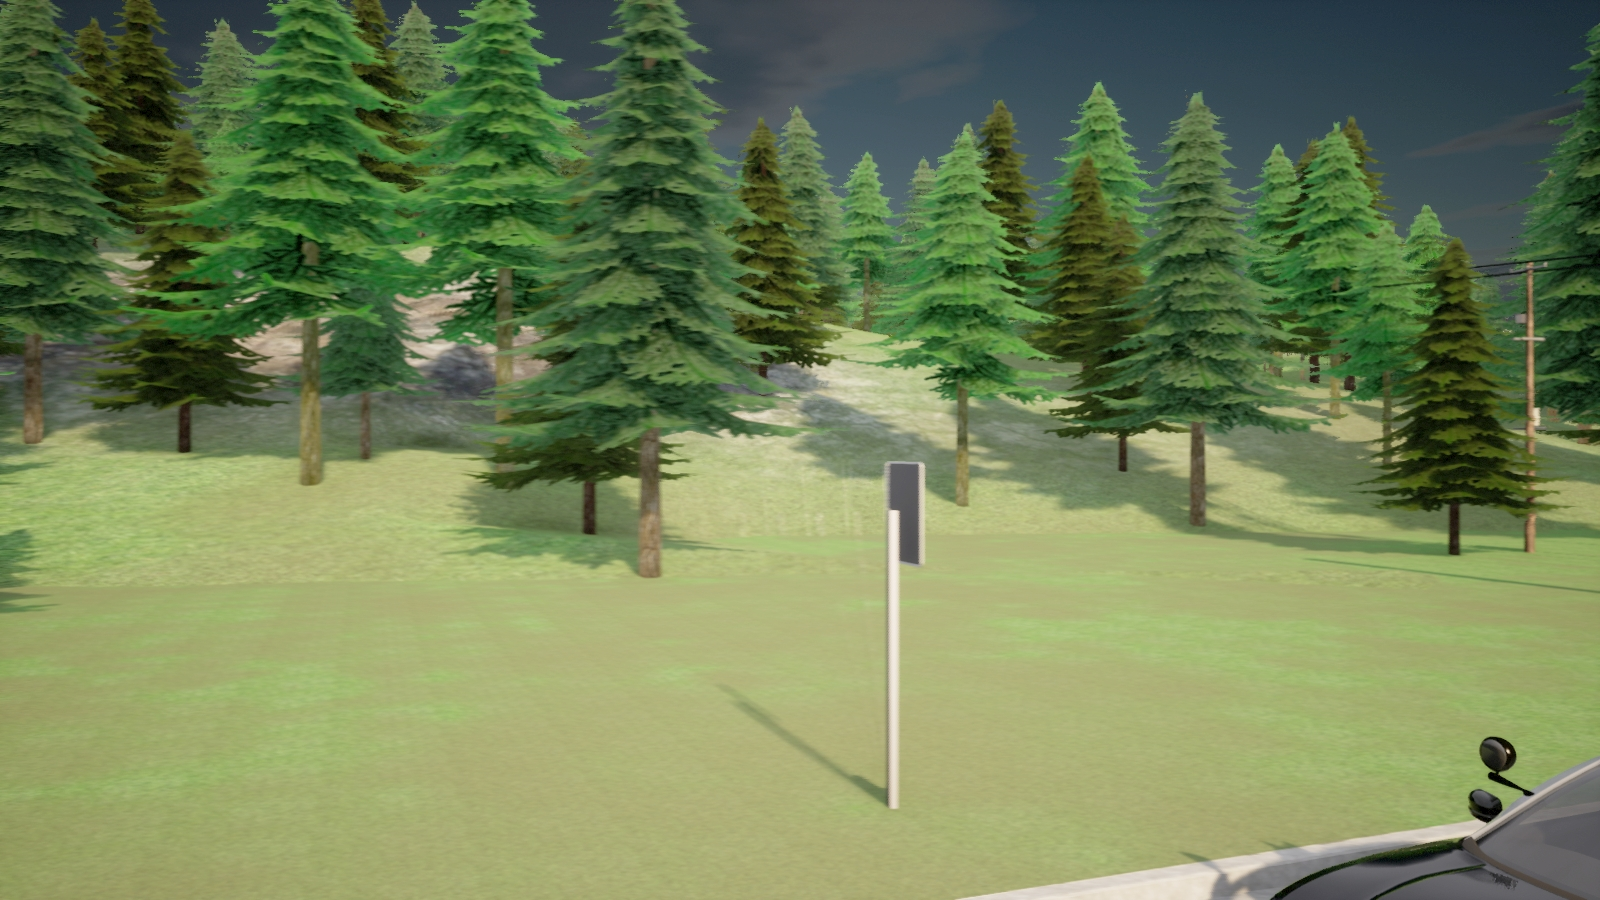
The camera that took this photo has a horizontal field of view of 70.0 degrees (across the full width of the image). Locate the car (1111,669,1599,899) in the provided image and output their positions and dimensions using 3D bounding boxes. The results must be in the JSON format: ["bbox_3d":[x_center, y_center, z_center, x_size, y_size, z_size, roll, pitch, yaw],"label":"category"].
[{"bbox_3d":[4.187,1.982,4.923,5.238,1.638,2.097,0,0,-20],"label":"car"}]
